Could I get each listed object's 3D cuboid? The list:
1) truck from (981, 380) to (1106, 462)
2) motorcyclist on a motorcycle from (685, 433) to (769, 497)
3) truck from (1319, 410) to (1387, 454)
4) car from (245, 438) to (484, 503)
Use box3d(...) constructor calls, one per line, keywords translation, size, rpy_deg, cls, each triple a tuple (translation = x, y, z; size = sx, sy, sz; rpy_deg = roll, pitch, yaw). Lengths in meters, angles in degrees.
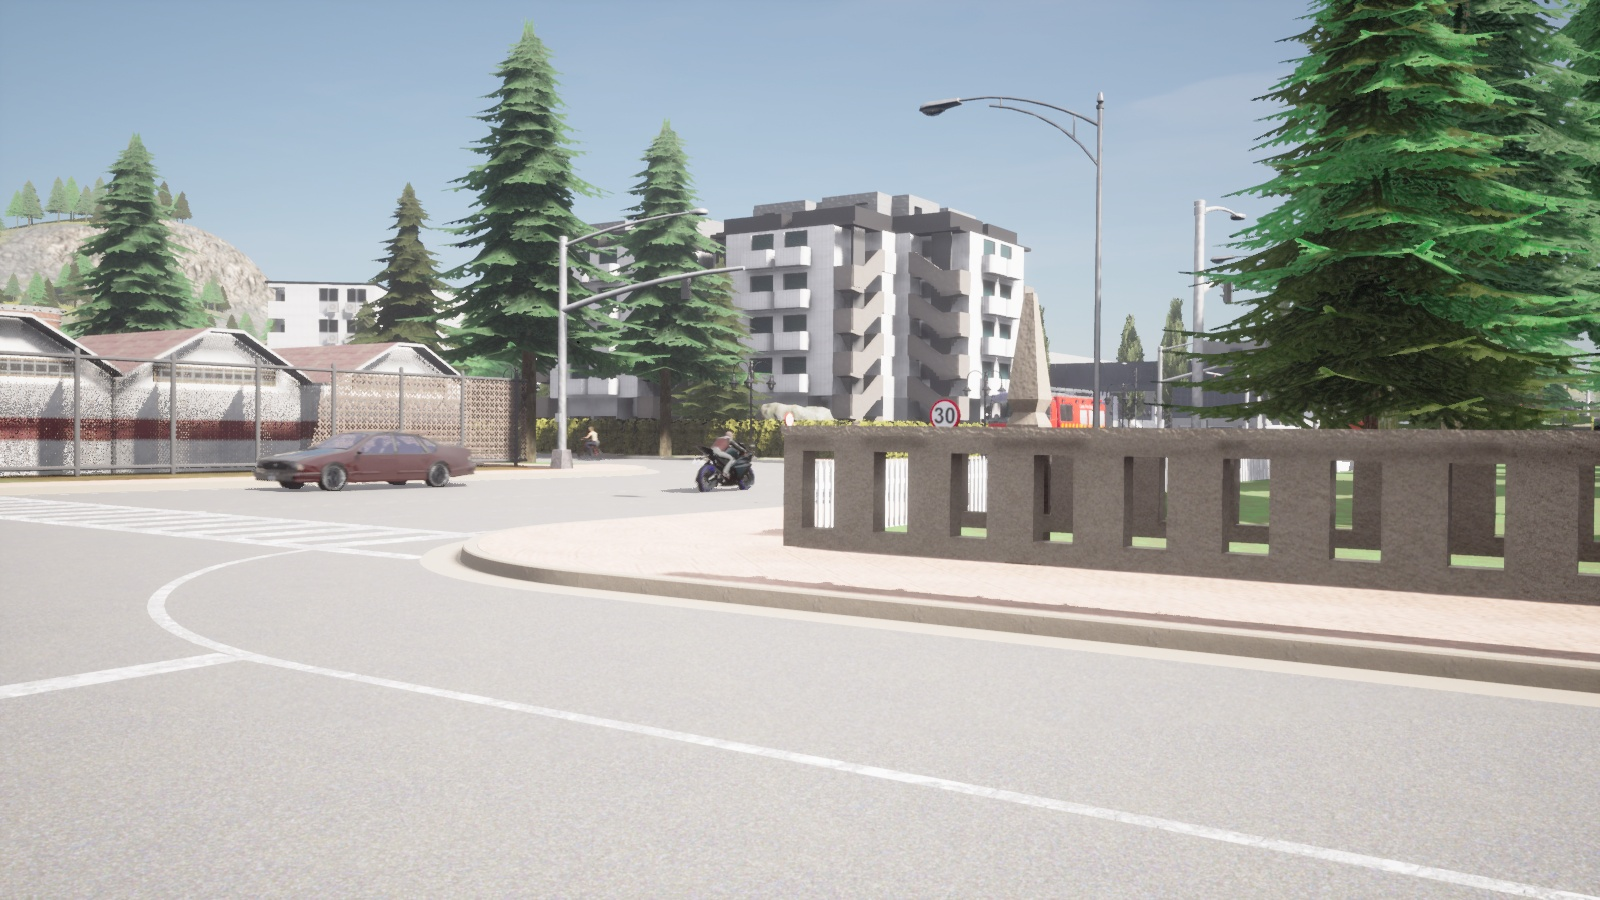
box3d(translation=(12.350, -1.421, 63.096), size=(2.891, 3.827, 8.468), rpy_deg=(0, 1, 35), cls="truck")
box3d(translation=(-1.784, 0.349, 31.076), size=(0.866, 1.530, 2.191), rpy_deg=(0, 1, 35), cls="motorcyclist on a motorcycle")
box3d(translation=(32.124, -1.044, 72.824), size=(2.627, 2.467, 5.204), rpy_deg=(0, 1, 35), cls="truck")
box3d(translation=(-10.540, 0.437, 30.831), size=(2.033, 1.411, 5.357), rpy_deg=(0, 1, 35), cls="car")
